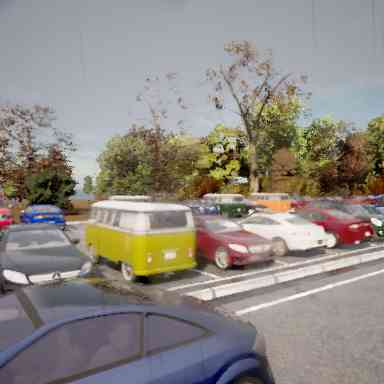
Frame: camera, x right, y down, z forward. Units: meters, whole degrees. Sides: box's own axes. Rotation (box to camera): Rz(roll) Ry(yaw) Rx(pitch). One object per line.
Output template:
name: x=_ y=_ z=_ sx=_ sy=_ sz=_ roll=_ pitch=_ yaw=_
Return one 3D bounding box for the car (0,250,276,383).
car: x=-1.257 y=1.564 z=2.786 sx=4.181 sy=1.385 sz=1.994 roll=0 pitch=0 yaw=-35

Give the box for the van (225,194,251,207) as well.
van: x=2.519 y=1.175 z=28.365 sx=1.878 sy=1.987 sz=4.442 roll=-1 pitch=0 yaw=-35

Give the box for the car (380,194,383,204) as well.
car: x=30.201 y=1.056 z=47.906 sx=2.231 sy=1.521 sz=4.892 roll=-1 pitch=0 yaw=-35

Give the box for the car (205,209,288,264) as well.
car: x=0.699 y=1.550 z=11.509 sx=2.002 sy=1.452 sz=4.674 roll=-1 pitch=0 yaw=-35

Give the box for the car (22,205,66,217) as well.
car: x=-9.028 y=1.512 z=20.014 sx=2.097 sy=1.535 sz=5.008 roll=1 pitch=0 yaw=-35

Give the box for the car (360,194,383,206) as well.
car: x=25.607 y=1.116 z=44.623 sx=2.231 sy=1.521 sz=4.892 roll=-1 pitch=0 yaw=-35

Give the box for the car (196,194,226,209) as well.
car: x=0.203 y=1.305 z=26.537 sx=2.185 sy=1.767 sz=4.553 roll=-1 pitch=0 yaw=-35

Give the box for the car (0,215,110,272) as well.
car: x=-3.919 y=1.536 z=8.227 sx=2.002 sy=1.452 sz=4.674 roll=1 pitch=0 yaw=-35

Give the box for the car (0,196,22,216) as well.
car: x=-11.324 y=1.243 z=18.355 sx=2.435 sy=2.045 sz=5.566 roll=1 pitch=0 yaw=-35

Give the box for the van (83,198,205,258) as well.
van: x=-1.778 y=1.287 z=9.888 sx=1.878 sy=1.987 sz=4.442 roll=0 pitch=0 yaw=-35

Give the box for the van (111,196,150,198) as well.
van: x=-4.251 y=1.261 z=23.267 sx=1.878 sy=1.987 sz=4.442 roll=-1 pitch=0 yaw=-35

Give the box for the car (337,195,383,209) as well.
car: x=21.004 y=1.172 z=41.351 sx=2.097 sy=1.535 sz=5.008 roll=-1 pitch=0 yaw=-35

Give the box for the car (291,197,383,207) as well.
car: x=7.598 y=1.304 z=16.447 sx=2.185 sy=1.767 sz=4.553 roll=-1 pitch=0 yaw=-35

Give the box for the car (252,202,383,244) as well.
car: x=5.317 y=1.458 z=14.781 sx=2.097 sy=1.535 sz=5.008 roll=-1 pitch=0 yaw=-35

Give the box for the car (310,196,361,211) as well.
car: x=16.295 y=1.230 z=38.015 sx=2.097 sy=1.535 sz=5.008 roll=-1 pitch=0 yaw=-35

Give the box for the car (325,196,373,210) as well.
car: x=18.683 y=1.230 z=39.743 sx=2.163 sy=1.488 sz=4.792 roll=-1 pitch=0 yaw=-35

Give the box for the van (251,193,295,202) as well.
van: x=7.126 y=1.118 z=31.635 sx=1.878 sy=1.987 sz=4.442 roll=-1 pitch=0 yaw=-35

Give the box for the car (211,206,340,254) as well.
car: x=3.012 y=1.527 z=13.147 sx=2.002 sy=1.452 sz=4.674 roll=-1 pitch=0 yaw=-35

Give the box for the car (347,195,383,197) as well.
car: x=12.204 y=1.121 z=19.718 sx=2.435 sy=2.045 sz=5.566 roll=-1 pitch=0 yaw=-35

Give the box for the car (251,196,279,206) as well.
car: x=4.888 y=1.373 z=29.911 sx=2.231 sy=1.521 sz=4.892 roll=-1 pitch=0 yaw=-35

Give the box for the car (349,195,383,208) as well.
car: x=23.306 y=1.143 z=42.986 sx=2.097 sy=1.535 sz=5.008 roll=-1 pitch=0 yaw=-35
